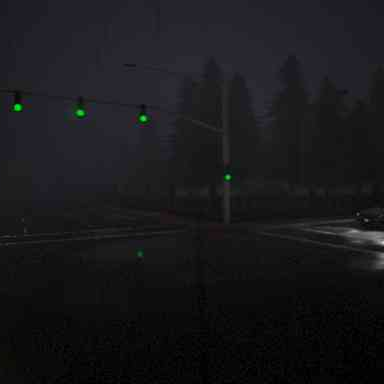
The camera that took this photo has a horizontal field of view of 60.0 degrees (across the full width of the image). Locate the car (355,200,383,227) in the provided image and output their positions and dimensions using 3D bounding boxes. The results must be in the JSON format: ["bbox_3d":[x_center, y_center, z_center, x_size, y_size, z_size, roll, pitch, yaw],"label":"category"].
[{"bbox_3d":[10.761,1.086,17.595,4.674,1.442,1.812,-1,1,-26],"label":"car"}]
